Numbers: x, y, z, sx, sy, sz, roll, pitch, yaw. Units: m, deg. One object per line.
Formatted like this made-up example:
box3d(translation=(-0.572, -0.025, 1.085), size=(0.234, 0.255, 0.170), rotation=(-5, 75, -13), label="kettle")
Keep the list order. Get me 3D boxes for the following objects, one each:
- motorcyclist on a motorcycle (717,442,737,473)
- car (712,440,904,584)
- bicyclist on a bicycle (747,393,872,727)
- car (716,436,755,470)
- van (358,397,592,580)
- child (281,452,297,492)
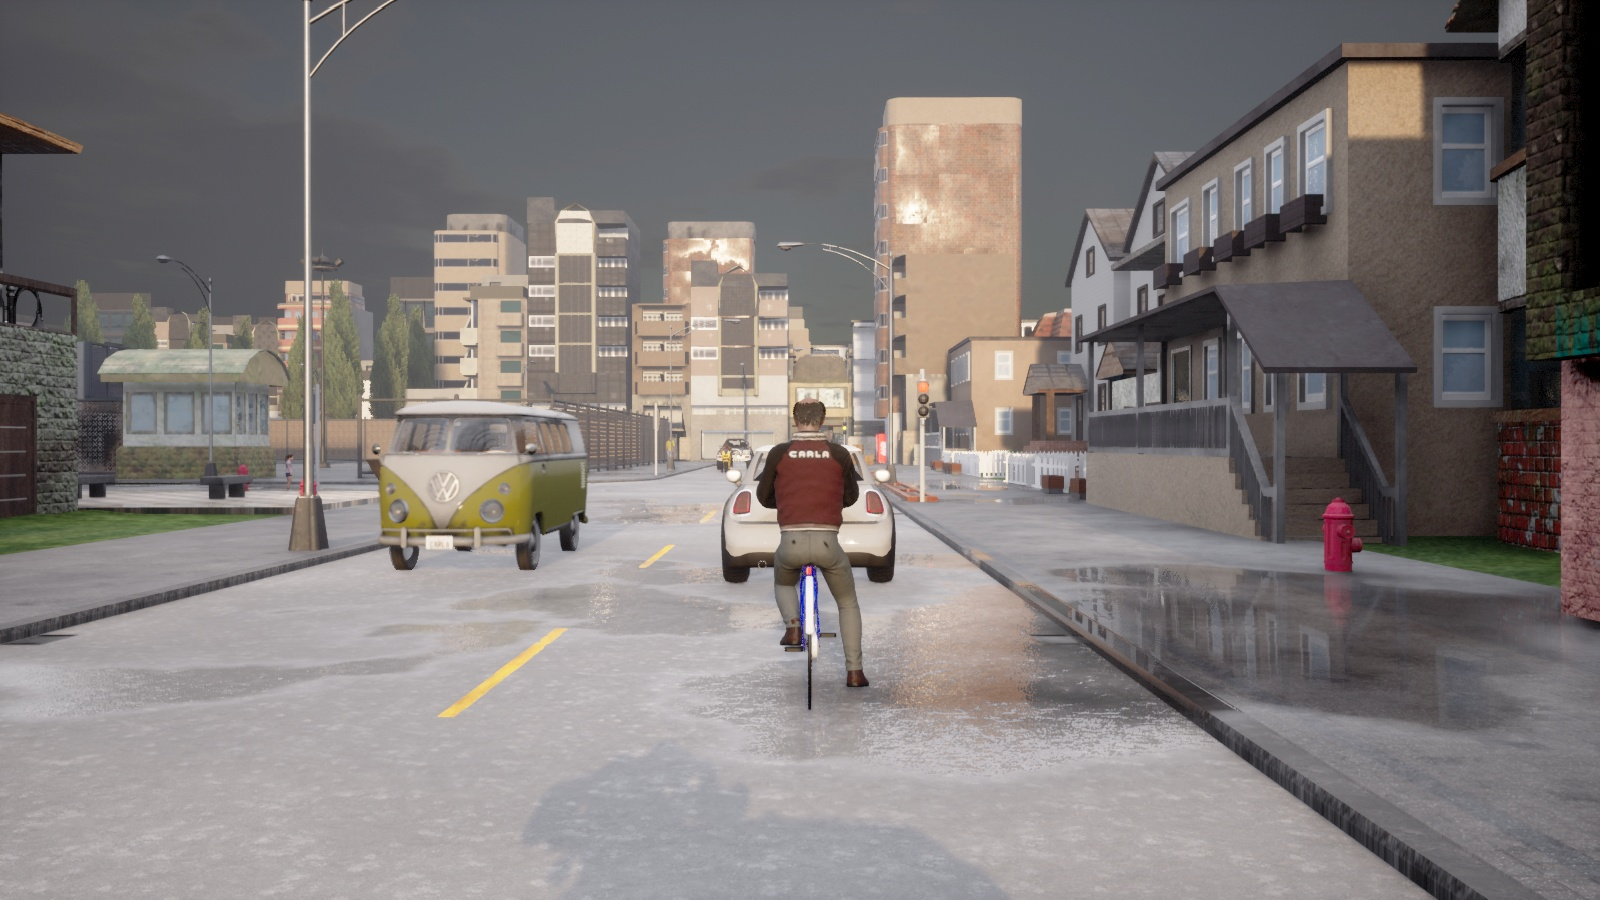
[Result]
box3d(translation=(-3.636, 0.372, 62.667), size=(0.797, 1.523, 2.044), rotation=(0, 0, 2), label="motorcyclist on a motorcycle")
box3d(translation=(0.093, 0.628, 14.787), size=(1.970, 1.475, 3.806), rotation=(0, 0, 0), label="car")
box3d(translation=(0.056, 0.574, 7.591), size=(0.659, 1.776, 1.843), rotation=(0, 1, 0), label="bicyclist on a bicycle")
box3d(translation=(-3.610, 0.161, 70.722), size=(1.932, 1.855, 4.605), rotation=(0, 0, 1), label="car")
box3d(translation=(-3.901, 0.406, 15.871), size=(1.775, 1.987, 4.442), rotation=(0, 0, 0), label="van")
box3d(translation=(-14.515, 0.621, 35.680), size=(0.394, 1.110, 0.255), rotation=(0, 0, -15), label="child")
